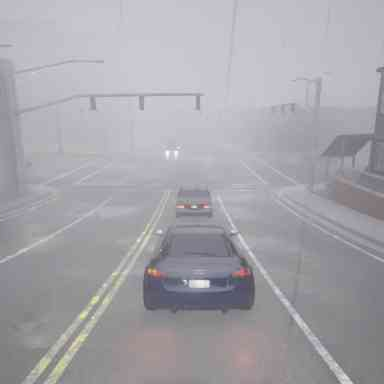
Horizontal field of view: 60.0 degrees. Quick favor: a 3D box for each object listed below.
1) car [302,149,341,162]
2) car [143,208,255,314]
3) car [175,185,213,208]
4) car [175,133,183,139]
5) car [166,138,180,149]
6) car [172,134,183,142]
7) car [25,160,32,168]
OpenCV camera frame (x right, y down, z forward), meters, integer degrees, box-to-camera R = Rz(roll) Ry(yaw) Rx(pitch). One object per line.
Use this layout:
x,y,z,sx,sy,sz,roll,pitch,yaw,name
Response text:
16.151,-4.552,41.358,4.674,1.442,1.812,0,12,0,car
0.109,1.346,7.395,1.994,1.385,4.181,0,3,0,car
0.107,0.361,17.280,2.033,1.411,5.357,0,8,0,car
-3.429,-14.794,88.007,1.812,1.442,4.674,0,12,0,car
-3.525,-8.296,58.770,1.895,1.301,4.718,0,12,-2,car
-3.445,-10.491,68.417,2.128,1.511,4.902,0,12,0,car
-19.192,-3.050,34.451,4.892,1.490,1.837,0,12,0,car
